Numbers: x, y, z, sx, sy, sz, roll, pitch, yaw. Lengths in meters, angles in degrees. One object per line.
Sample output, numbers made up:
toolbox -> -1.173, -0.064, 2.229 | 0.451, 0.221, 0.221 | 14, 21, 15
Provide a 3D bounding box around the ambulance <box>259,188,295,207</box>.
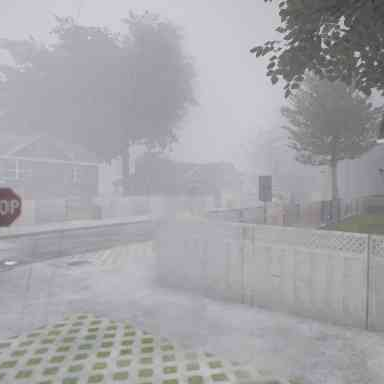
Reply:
ambulance -> 9.698, 0.784, 37.884 | 2.351, 2.431, 6.366 | 0, 0, 35
